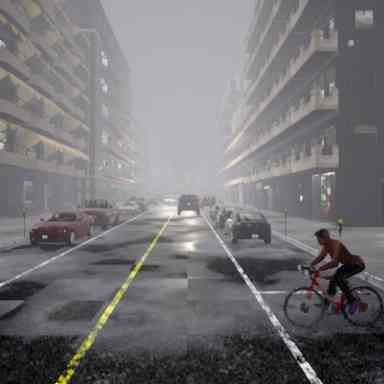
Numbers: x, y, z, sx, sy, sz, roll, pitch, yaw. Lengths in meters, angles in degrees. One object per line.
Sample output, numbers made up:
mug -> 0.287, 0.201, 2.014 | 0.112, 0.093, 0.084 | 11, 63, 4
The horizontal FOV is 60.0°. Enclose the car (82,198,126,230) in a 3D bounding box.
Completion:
car -> -5.943, 1.306, 21.020 | 2.192, 1.841, 5.009 | 1, 0, -1

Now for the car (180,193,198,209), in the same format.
car -> -0.500, 1.206, 46.891 | 2.150, 2.045, 5.566 | 0, 0, -4

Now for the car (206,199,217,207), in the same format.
car -> 2.357, 1.514, 26.837 | 1.752, 1.417, 4.829 | 1, 0, -1

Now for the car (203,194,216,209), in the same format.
car -> 2.136, 1.299, 43.370 | 2.192, 1.841, 5.009 | 1, 0, -1

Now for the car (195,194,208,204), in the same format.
car -> 1.834, 1.297, 65.638 | 2.192, 1.841, 5.009 | 1, 0, -1

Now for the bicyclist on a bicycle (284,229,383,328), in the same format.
bicyclist on a bicycle -> 2.325, 1.436, 5.485 | 1.656, 1.620, 0.582 | -1, 0, -1

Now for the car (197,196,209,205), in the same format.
car -> 1.906, 1.527, 60.071 | 1.887, 1.381, 4.507 | 1, 0, -1

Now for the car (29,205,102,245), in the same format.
car -> -5.871, 1.538, 15.453 | 1.887, 1.381, 4.507 | 1, 0, -1

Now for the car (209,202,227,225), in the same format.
car -> 2.434, 1.541, 21.100 | 2.008, 1.369, 4.403 | 1, 0, -1

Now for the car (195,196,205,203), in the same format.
car -> 1.756, 1.533, 71.207 | 2.008, 1.369, 4.403 | 1, 0, -1

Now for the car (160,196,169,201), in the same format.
car -> -6.775, 1.564, 82.261 | 1.802, 1.307, 4.206 | 1, 0, -1

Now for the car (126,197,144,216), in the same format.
car -> -6.095, 1.513, 31.985 | 1.752, 1.417, 4.829 | 1, 0, -1

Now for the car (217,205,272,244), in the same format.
car -> 2.509, 1.543, 15.533 | 2.008, 1.369, 4.403 | 1, 0, -1

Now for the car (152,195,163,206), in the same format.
car -> -6.398, 1.549, 54.425 | 1.947, 1.339, 4.313 | 1, 0, -1

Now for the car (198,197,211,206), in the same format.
car -> 1.982, 1.534, 54.504 | 2.008, 1.369, 4.403 | 1, 0, -1

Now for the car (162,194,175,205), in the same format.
car -> -3.823, 1.508, 56.641 | 1.812, 1.442, 4.674 | 0, 0, -1

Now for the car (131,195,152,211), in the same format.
car -> -6.169, 1.301, 37.722 | 2.192, 1.841, 5.009 | 1, 0, -1

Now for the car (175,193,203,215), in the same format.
car -> -0.331, 1.210, 33.700 | 2.150, 2.045, 5.566 | 0, 0, -1
